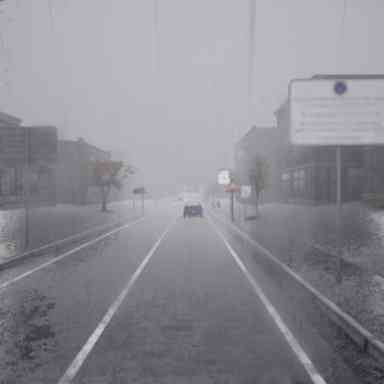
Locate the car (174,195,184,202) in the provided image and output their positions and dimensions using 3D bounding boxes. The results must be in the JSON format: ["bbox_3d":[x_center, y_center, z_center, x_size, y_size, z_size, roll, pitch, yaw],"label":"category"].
[{"bbox_3d":[-2.982,1.683,78.732,2.150,2.045,5.566,0,-1,0],"label":"car"}]

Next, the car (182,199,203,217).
[{"bbox_3d":[0.100,1.701,33.828,1.882,1.535,5.008,0,-1,0],"label":"car"}]
